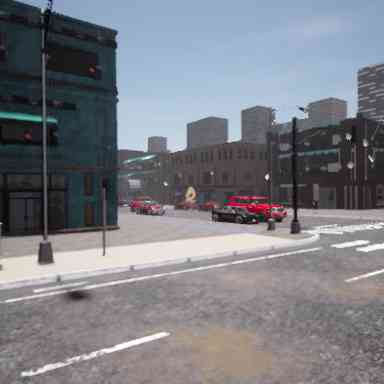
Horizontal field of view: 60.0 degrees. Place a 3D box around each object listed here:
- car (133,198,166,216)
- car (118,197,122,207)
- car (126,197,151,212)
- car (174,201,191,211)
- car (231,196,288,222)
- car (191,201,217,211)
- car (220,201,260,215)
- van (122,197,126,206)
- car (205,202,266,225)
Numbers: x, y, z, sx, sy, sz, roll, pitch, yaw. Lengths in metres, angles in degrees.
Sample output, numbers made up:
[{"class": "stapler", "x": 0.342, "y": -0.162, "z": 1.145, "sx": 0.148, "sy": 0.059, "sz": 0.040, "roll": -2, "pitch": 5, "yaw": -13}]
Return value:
[{"class": "car", "x": -4.611, "y": 1.818, "z": 37.838, "sx": 1.967, "sy": 1.590, "sz": 4.097, "roll": -2, "pitch": 0, "yaw": -35}, {"class": "car", "x": -13.829, "y": 1.898, "z": 65.248, "sx": 2.192, "sy": 1.841, "sz": 5.009, "roll": -2, "pitch": 0, "yaw": -35}, {"class": "car", "x": -6.466, "y": 1.645, "z": 44.945, "sx": 2.150, "sy": 2.045, "sz": 5.566, "roll": -1, "pitch": 0, "yaw": -35}, {"class": "car", "x": -0.988, "y": 1.925, "z": 47.208, "sx": 1.802, "sy": 1.307, "sz": 4.206, "roll": -2, "pitch": 0, "yaw": -35}, {"class": "car", "x": 5.436, "y": 1.406, "z": 28.224, "sx": 2.150, "sy": 2.045, "sz": 5.566, "roll": -1, "pitch": 1, "yaw": -34}, {"class": "car", "x": 2.220, "y": 1.863, "z": 42.698, "sx": 1.802, "sy": 1.307, "sz": 4.206, "roll": -2, "pitch": 0, "yaw": -35}, {"class": "car", "x": 5.428, "y": 1.769, "z": 38.187, "sx": 2.008, "sy": 1.369, "sz": 4.403, "roll": -2, "pitch": 0, "yaw": -35}, {"class": "van", "x": -10.620, "y": 1.865, "z": 60.738, "sx": 1.690, "sy": 1.788, "sz": 3.998, "roll": -2, "pitch": 0, "yaw": -35}, {"class": "car", "x": 3.337, "y": 1.787, "z": 26.460, "sx": 1.947, "sy": 1.339, "sz": 4.313, "roll": -2, "pitch": 0, "yaw": -35}]
